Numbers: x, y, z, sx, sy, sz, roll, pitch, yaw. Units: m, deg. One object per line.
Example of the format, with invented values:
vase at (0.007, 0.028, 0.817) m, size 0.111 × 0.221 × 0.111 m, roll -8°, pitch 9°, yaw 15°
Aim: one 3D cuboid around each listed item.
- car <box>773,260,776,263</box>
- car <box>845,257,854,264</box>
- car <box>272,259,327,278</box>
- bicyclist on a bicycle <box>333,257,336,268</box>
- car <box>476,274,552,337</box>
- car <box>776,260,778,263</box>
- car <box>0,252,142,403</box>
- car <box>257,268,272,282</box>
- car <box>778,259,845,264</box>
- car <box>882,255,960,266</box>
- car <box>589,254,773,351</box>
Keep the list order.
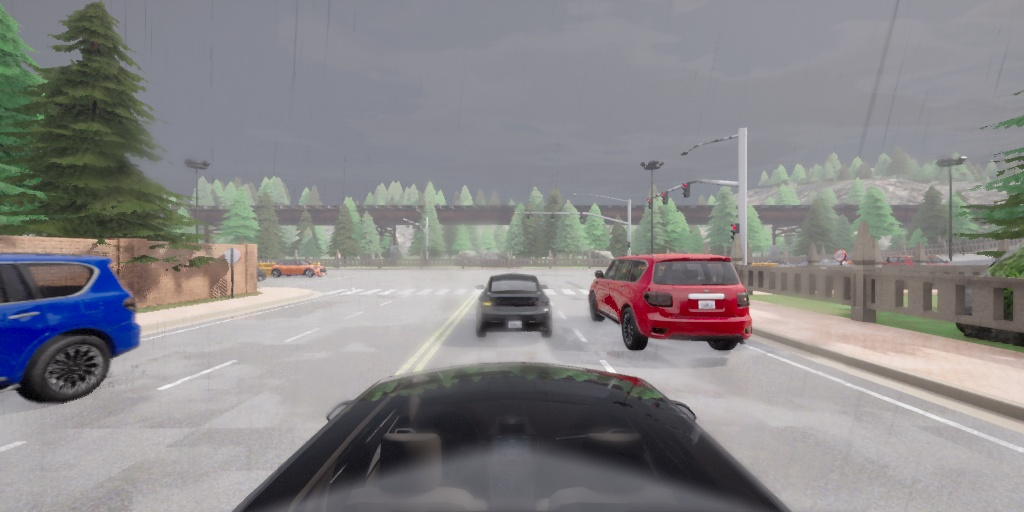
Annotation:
car at (29.247, 1.242, 44.535) m, size 4.902 × 1.511 × 2.128 m, roll 0°, pitch 0°, yaw 0°
car at (39.230, 1.183, 44.584) m, size 4.674 × 1.442 × 1.812 m, roll -1°, pitch 0°, yaw 0°
car at (-19.954, 1.102, 33.749) m, size 4.553 × 1.767 × 2.097 m, roll 0°, pitch 0°, yaw 0°
bicyclist on a bicycle at (-27.397, 1.051, 55.722) m, size 0.582 × 1.620 × 1.656 m, roll 0°, pitch 0°, yaw 0°
car at (0.023, 1.255, 10.262) m, size 1.837 × 1.490 × 4.892 m, roll 0°, pitch 0°, yaw -1°
car at (34.766, 1.240, 48.059) m, size 4.892 × 1.490 × 1.837 m, roll 0°, pitch 0°, yaw 0°
car at (-7.074, 0.971, 3.422) m, size 2.150 × 2.045 × 5.566 m, roll 0°, pitch 0°, yaw 0°
car at (-21.060, 1.102, 26.742) m, size 4.553 × 1.767 × 2.097 m, roll 0°, pitch 0°, yaw -2°
car at (34.189, 1.287, 41.059) m, size 5.357 × 1.411 × 2.033 m, roll 0°, pitch 0°, yaw 0°
car at (34.699, 0.960, 30.364) m, size 5.566 × 2.045 × 2.150 m, roll 0°, pitch 0°, yaw 0°
car at (3.519, 0.971, 9.157) m, size 2.150 × 2.045 × 5.566 m, roll 0°, pitch 0°, yaw 0°
